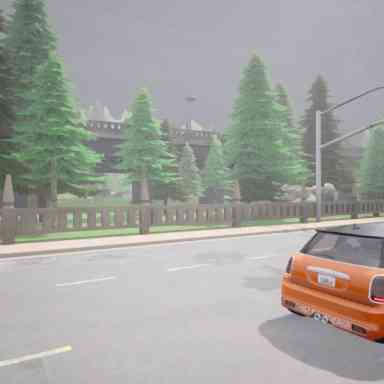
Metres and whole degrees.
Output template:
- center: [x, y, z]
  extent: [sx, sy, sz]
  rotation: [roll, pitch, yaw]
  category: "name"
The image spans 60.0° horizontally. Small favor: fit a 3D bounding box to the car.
- center: [3.850, 1.352, 6.131]
  extent: [4.553, 1.767, 2.097]
  rotation: [0, 0, -31]
  category: "car"
